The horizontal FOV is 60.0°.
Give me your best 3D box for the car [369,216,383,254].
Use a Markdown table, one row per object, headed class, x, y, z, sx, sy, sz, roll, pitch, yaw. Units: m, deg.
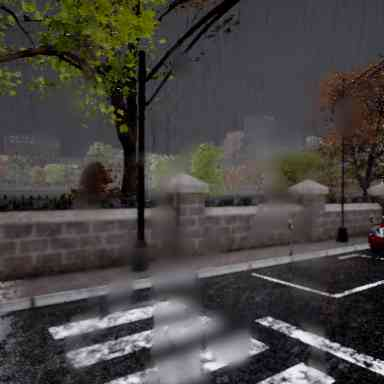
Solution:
| class | x | y | z | sx | sy | sz | roll | pitch | yaw |
| --- | --- | --- | --- | --- | --- | --- | --- | --- | --- |
| car | 8.950 | 1.461 | 12.964 | 5.009 | 1.841 | 2.192 | 1 | -1 | -36 |
